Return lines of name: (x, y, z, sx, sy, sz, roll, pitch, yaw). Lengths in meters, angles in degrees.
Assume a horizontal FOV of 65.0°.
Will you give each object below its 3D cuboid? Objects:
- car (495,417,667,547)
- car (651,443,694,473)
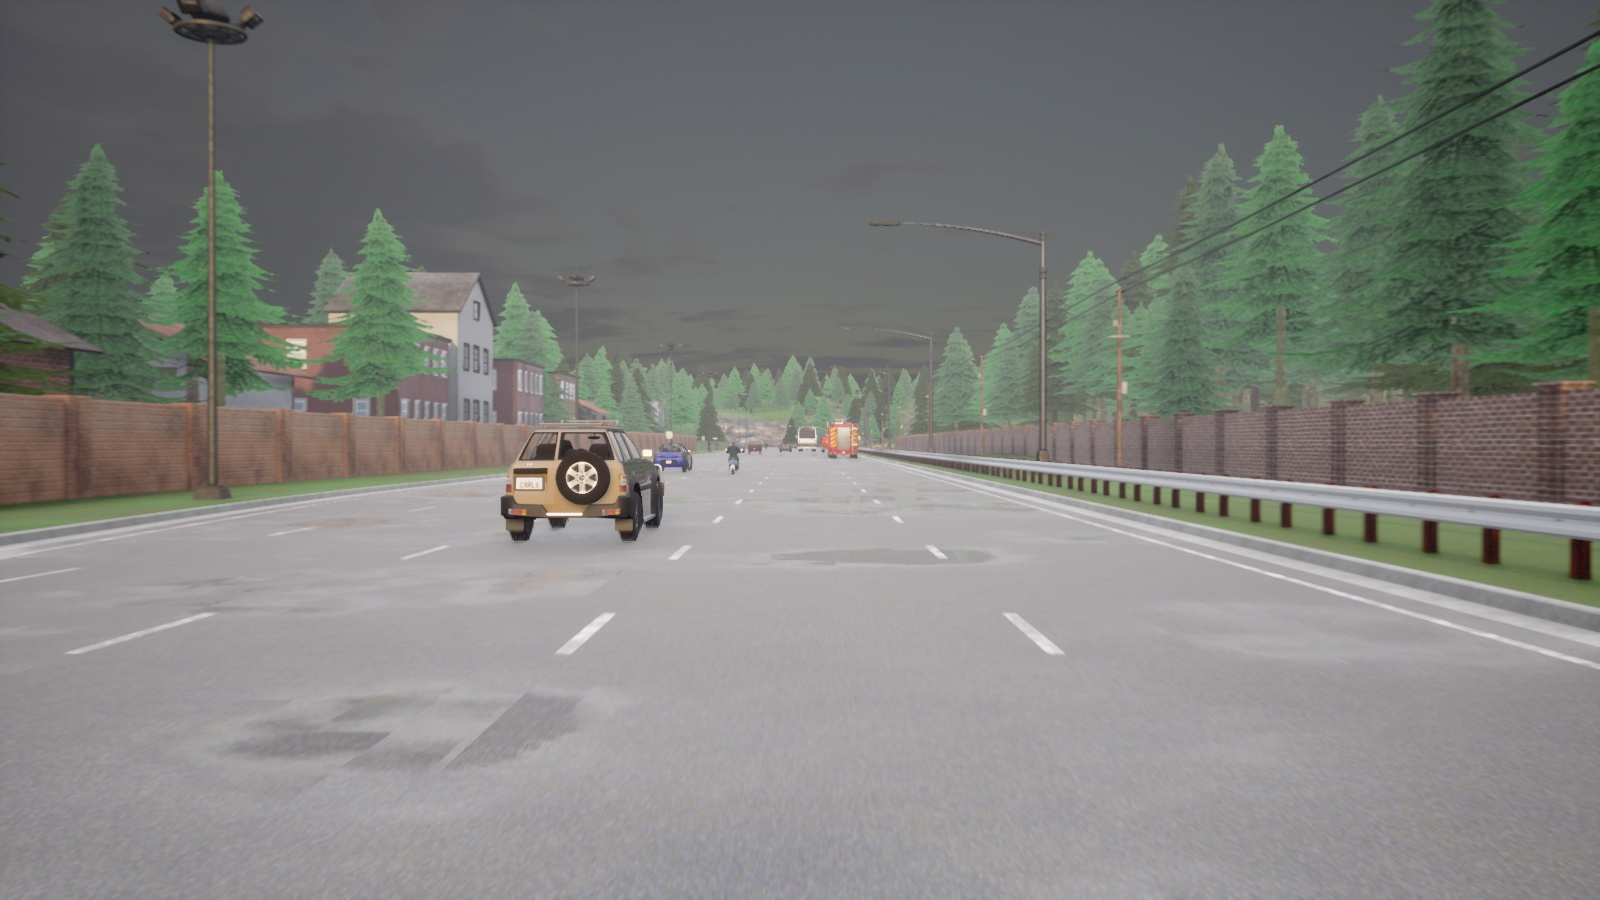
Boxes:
car: (-3.369, 0.448, 20.226, 1.932, 1.855, 4.605, 0, 0, 0)
car: (-6.613, 0.390, 65.486, 1.816, 1.474, 4.193, 0, 0, 0)
